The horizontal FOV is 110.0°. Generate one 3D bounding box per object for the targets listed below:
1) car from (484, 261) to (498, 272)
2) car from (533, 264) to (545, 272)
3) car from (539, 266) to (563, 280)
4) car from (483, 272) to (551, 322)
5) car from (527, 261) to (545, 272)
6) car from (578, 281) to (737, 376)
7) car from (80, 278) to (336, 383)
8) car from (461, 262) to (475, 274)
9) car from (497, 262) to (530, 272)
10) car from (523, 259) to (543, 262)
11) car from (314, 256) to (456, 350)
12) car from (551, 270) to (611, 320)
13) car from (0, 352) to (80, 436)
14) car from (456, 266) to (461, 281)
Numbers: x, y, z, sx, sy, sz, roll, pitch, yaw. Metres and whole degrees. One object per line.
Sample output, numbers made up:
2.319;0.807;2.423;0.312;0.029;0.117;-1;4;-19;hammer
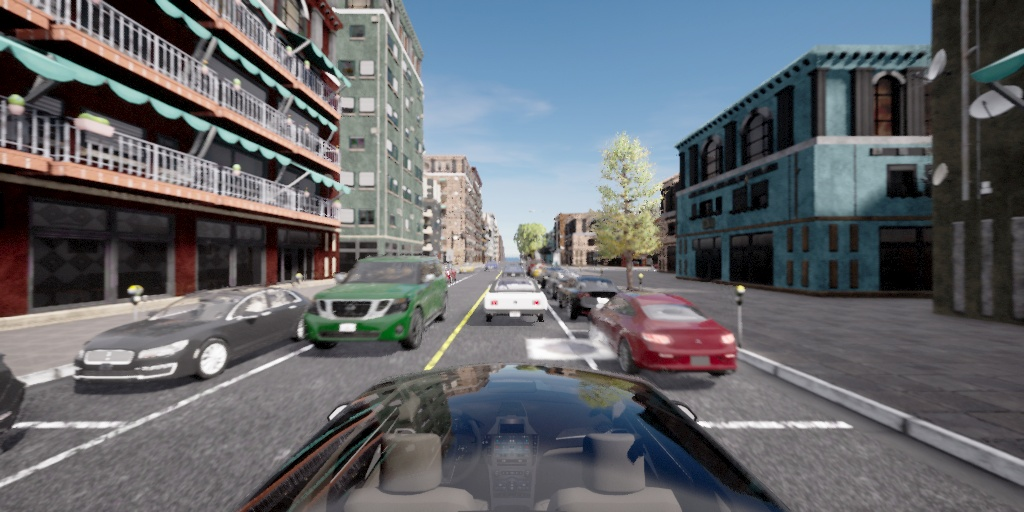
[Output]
-2.998;1.461;52.663;1.812;1.442;4.674;0;0;0;car
2.691;1.429;23.819;1.948;1.339;4.313;0;0;0;car
2.691;1.384;18.279;2.007;1.370;4.403;0;0;0;car
0.097;1.404;12.608;1.895;1.301;4.718;0;0;0;car
2.692;1.448;35.068;1.751;1.417;4.829;0;0;0;car
2.691;1.358;7.202;1.802;1.307;4.207;0;0;0;car
-5.690;1.326;7.203;2.007;1.370;4.403;0;0;0;car
-5.689;1.507;45.808;1.751;1.417;4.829;0;0;0;car
0.100;1.436;28.671;2.033;1.411;5.357;0;0;0;car
2.692;1.267;40.437;2.192;1.841;5.009;0;0;0;car
-3.100;1.008;9.535;2.150;2.045;5.566;0;0;0;car
2.691;1.369;12.742;1.948;1.339;4.313;0;0;0;car
-5.690;1.300;1.664;2.007;1.370;4.403;0;0;0;car
-5.689;1.332;29.359;1.967;1.591;4.097;0;0;0;car
